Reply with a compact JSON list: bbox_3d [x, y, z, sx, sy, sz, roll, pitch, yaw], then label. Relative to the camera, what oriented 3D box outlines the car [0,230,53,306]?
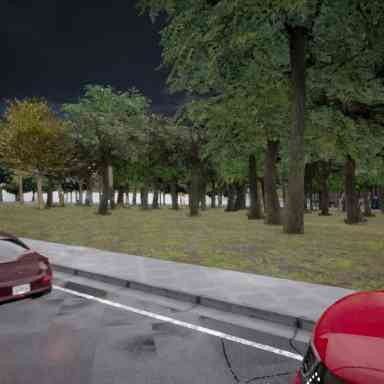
[{"bbox_3d":[-4.845,1.524,7.129,4.674,1.442,1.812,0,0,35],"label":"car"}]

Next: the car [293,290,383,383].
[{"bbox_3d":[3.261,1.220,1.359,5.566,2.045,2.150,0,0,35],"label":"car"}]
